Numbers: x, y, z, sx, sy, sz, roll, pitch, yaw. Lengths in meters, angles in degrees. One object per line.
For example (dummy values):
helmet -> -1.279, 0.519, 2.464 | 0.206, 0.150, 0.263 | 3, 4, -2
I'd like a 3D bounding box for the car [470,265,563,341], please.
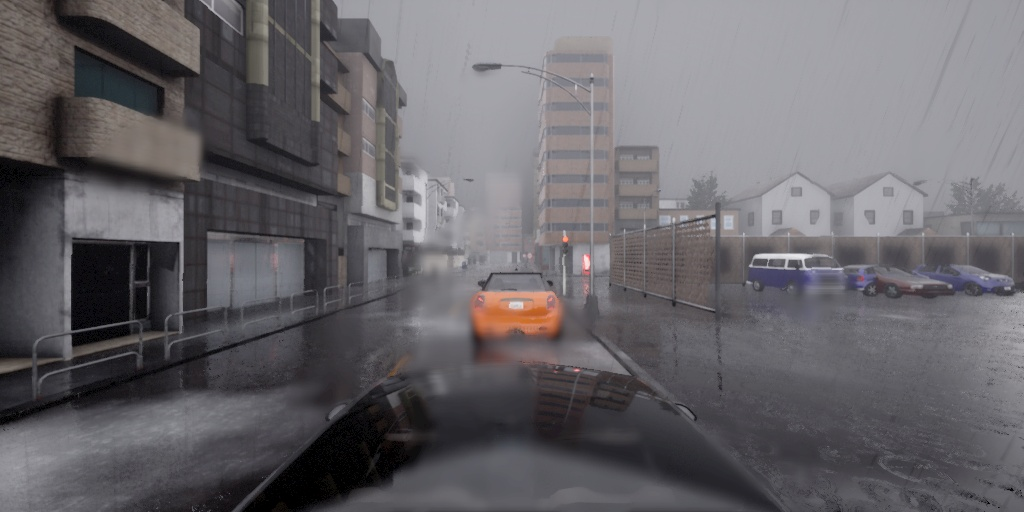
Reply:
car -> 0.101, 1.098, 9.965 | 2.097, 1.767, 4.553 | 0, 0, 0
